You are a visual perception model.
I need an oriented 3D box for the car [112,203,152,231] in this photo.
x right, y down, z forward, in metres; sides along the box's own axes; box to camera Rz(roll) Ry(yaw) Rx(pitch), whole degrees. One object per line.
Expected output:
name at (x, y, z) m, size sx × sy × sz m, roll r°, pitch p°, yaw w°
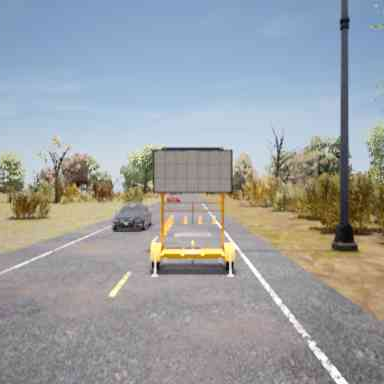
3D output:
car at (-3.555, 1.460, 20.404) m, size 1.837 × 1.490 × 4.892 m, roll 0°, pitch 0°, yaw 0°

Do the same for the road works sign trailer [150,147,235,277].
road works sign trailer at (0.023, 0.444, 10.172) m, size 2.380 × 3.560 × 2.880 m, roll 0°, pitch 0°, yaw 0°

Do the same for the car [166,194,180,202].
car at (-3.432, 1.051, 60.767) m, size 2.150 × 2.045 × 5.566 m, roll 0°, pitch 0°, yaw 1°
